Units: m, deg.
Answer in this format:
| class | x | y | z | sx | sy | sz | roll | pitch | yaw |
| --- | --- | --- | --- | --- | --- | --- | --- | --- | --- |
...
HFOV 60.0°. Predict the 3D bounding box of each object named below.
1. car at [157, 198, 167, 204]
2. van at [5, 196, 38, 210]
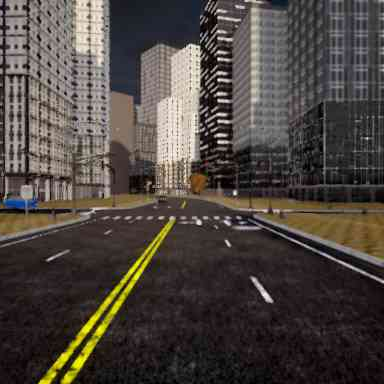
| class | x | y | z | sx | sy | sz | roll | pitch | yaw |
| --- | --- | --- | --- | --- | --- | --- | --- | --- | --- |
| car | -6.505 | 1.873 | 72.973 | 1.895 | 1.301 | 4.718 | 0 | 0 | 0 |
| van | -22.654 | 1.405 | 44.309 | 3.998 | 1.788 | 1.690 | 0 | 0 | 1 |
